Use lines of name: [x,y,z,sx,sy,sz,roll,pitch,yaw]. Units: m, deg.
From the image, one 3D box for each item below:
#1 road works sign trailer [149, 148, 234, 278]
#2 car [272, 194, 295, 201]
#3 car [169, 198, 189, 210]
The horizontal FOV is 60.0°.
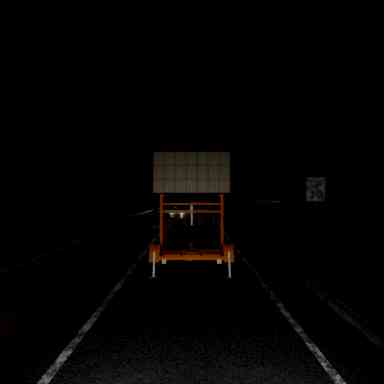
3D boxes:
road works sign trailer: [-0.009,0.467,10.123,2.380,3.560,2.880,0,0,0]
car: [18.835,1.127,68.400,5.357,1.411,2.033,-2,0,-32]
car: [-1.612,1.545,43.062,2.033,1.411,5.357,0,0,8]
